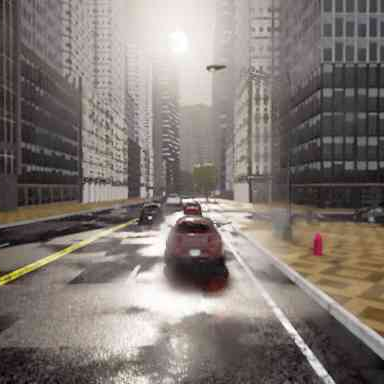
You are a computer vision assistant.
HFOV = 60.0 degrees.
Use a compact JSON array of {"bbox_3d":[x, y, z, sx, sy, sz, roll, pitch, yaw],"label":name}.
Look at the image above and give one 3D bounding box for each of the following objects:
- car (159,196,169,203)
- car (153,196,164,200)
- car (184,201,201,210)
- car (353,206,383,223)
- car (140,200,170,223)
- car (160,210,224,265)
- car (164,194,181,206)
[{"bbox_3d":[-6.601,1.771,78.175,1.837,1.490,4.892,0,0,0],"label":"car"},{"bbox_3d":[-6.598,1.819,62.335,1.895,1.301,4.718,0,0,1],"label":"car"},{"bbox_3d":[0.064,1.660,38.224,1.994,1.385,4.181,0,0,0],"label":"car"},{"bbox_3d":[15.888,1.901,27.973,4.403,1.369,2.008,1,0,-1],"label":"car"},{"bbox_3d":[-3.172,1.689,27.661,1.837,1.490,4.892,1,0,0],"label":"car"},{"bbox_3d":[0.084,1.565,11.758,1.812,1.442,4.674,0,0,0],"label":"car"},{"bbox_3d":[-3.225,1.423,58.774,2.150,2.045,5.566,0,0,0],"label":"car"}]
